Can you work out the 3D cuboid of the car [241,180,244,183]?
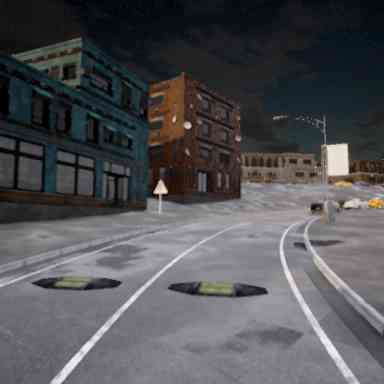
[{"bbox_3d":[9.884,-2.408,76.160,4.553,1.767,2.185,1,-5,-10],"label":"car"}]

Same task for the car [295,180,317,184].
[{"bbox_3d":[26.104,-2.037,78.949,4.892,1.521,2.231,1,-5,-10],"label":"car"}]

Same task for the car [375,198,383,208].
[{"bbox_3d":[25.576,1.519,45.916,5.008,1.535,1.882,0,-4,-35],"label":"car"}]

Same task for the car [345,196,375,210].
[{"bbox_3d":[21.039,1.562,42.420,4.674,1.442,1.812,0,-3,-40],"label":"car"}]

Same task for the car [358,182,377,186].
[{"bbox_3d":[42.349,-1.771,82.446,4.553,1.767,2.185,1,-5,-13],"label":"car"}]

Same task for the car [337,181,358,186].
[{"bbox_3d":[36.974,-1.787,81.162,5.008,1.535,2.097,1,-5,-12],"label":"car"}]

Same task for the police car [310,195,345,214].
[{"bbox_3d":[14.387,1.443,35.728,1.930,1.638,5.238,-3,-2,40],"label":"police car"}]

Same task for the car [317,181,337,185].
[{"bbox_3d":[31.551,-1.879,79.994,4.674,1.452,2.002,1,-5,-11],"label":"car"}]

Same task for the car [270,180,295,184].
[{"bbox_3d":[20.666,-2.128,78.005,4.892,1.521,2.231,1,-5,-10],"label":"car"}]
